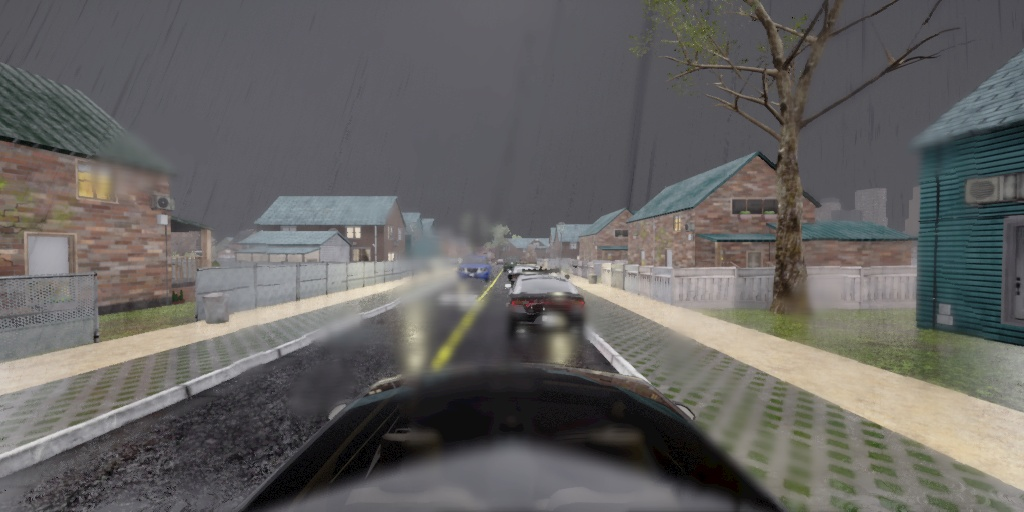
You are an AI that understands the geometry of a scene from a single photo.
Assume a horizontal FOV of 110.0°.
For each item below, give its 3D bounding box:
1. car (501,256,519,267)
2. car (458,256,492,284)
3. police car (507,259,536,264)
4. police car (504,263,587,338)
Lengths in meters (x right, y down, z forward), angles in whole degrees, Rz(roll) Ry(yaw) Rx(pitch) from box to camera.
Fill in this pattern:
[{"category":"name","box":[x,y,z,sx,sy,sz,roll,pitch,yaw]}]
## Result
[{"category":"car","box":[0.029,1.026,47.008,2.150,2.045,5.566,0,0,0]},{"category":"car","box":[-2.745,0.987,27.830,2.150,2.045,5.566,0,0,0]},{"category":"police car","box":[0.828,1.182,20.362,1.930,1.638,5.238,0,0,0]},{"category":"police car","box":[0.827,1.174,10.360,1.930,1.638,5.238,0,0,0]}]
